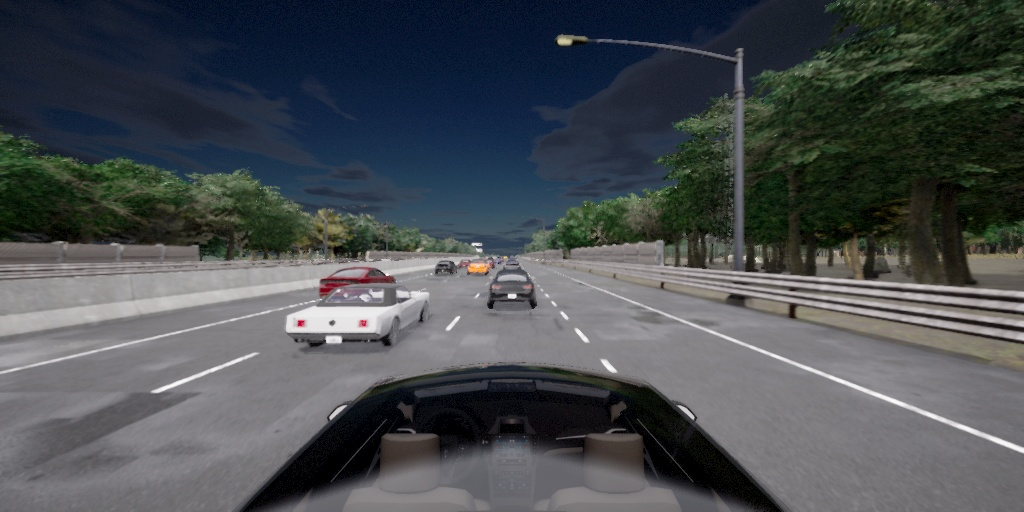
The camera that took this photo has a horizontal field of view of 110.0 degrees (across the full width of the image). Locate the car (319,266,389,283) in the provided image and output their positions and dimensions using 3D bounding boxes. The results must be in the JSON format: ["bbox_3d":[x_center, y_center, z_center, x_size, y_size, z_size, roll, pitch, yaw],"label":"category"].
[{"bbox_3d":[-6.993,1.228,16.767,1.882,1.535,5.008,0,0,0],"label":"car"}]

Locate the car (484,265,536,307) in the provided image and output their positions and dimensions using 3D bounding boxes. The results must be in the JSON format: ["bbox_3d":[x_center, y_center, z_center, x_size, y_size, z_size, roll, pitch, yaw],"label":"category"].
[{"bbox_3d":[0.006,1.277,15.247,1.812,1.442,4.674,0,0,0],"label":"car"}]

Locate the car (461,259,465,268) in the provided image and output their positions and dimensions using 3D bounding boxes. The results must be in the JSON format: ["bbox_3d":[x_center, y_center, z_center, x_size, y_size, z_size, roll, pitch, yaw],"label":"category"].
[{"bbox_3d":[-6.977,1.210,54.338,1.812,1.442,4.674,0,0,0],"label":"car"}]

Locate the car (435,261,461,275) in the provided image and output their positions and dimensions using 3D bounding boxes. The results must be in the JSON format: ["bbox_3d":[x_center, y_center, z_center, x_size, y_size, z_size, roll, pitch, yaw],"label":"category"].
[{"bbox_3d":[-6.983,1.228,38.491,1.837,1.490,4.892,0,0,0],"label":"car"}]

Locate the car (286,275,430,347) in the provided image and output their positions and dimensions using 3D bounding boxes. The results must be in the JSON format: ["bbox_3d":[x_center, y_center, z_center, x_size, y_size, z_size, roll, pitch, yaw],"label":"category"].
[{"bbox_3d":[-3.495,1.353,9.272,1.895,1.301,4.718,0,0,0],"label":"car"}]

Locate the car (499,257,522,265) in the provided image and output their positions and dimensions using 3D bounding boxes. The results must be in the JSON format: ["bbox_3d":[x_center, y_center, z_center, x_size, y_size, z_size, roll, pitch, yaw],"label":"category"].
[{"bbox_3d":[0.017,1.213,38.491,2.128,1.511,4.902,0,0,0],"label":"car"}]

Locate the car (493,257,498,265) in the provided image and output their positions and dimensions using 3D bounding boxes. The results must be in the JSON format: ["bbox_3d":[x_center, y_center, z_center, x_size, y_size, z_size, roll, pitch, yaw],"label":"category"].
[{"bbox_3d":[-3.477,1.210,54.337,1.812,1.442,4.674,0,0,0],"label":"car"}]

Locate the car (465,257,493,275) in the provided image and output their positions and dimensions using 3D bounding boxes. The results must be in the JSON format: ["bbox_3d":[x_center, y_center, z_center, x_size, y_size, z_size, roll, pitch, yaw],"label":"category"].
[{"bbox_3d":[-3.483,1.074,38.433,2.097,1.767,4.553,0,0,0],"label":"car"}]
